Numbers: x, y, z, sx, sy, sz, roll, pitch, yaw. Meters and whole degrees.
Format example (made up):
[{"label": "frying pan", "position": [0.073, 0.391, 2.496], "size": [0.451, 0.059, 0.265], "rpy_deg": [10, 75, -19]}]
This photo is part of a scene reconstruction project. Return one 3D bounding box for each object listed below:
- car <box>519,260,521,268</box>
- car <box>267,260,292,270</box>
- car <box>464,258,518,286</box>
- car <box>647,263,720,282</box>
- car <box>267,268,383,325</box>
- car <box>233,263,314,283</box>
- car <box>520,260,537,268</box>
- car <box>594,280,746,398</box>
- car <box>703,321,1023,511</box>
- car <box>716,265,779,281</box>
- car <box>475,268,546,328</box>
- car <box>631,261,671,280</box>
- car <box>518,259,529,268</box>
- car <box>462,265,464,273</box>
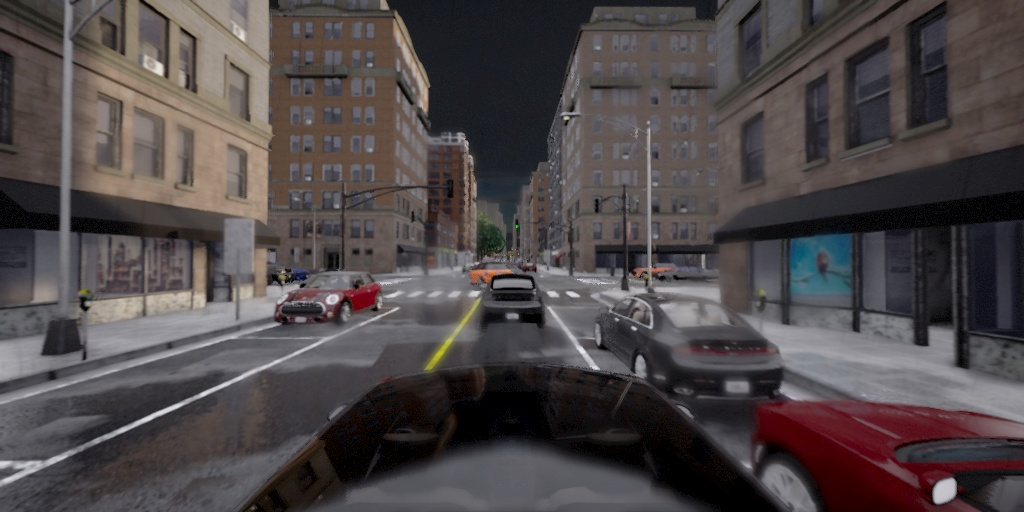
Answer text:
[{"label": "car", "position": [2.497, 1.671, 55.861], "size": [1.948, 1.339, 4.313], "rpy_deg": [0, 0, -1]}, {"label": "car", "position": [-18.056, 0.994, 24.679], "size": [5.566, 2.045, 2.150], "rpy_deg": [0, -1, -1]}, {"label": "car", "position": [-1.553, 1.186, 24.170], "size": [2.097, 1.767, 4.553], "rpy_deg": [0, -1, -20]}, {"label": "car", "position": [15.144, 1.560, 31.564], "size": [5.357, 1.411, 2.033], "rpy_deg": [0, -1, 0]}, {"label": "car", "position": [-5.854, 1.250, 11.920], "size": [1.967, 1.591, 4.097], "rpy_deg": [0, 0, 0]}, {"label": "car", "position": [-18.450, 1.294, 27.931], "size": [5.008, 1.535, 1.882], "rpy_deg": [0, -1, 0]}, {"label": "car", "position": [2.547, 1.609, 50.354], "size": [1.888, 1.381, 4.507], "rpy_deg": [0, 0, -1]}, {"label": "car", "position": [2.670, 1.328, 6.430], "size": [2.007, 1.370, 4.403], "rpy_deg": [0, 0, 0]}, {"label": "car", "position": [2.669, 1.290, 0.938], "size": [1.888, 1.381, 4.507], "rpy_deg": [0, 0, 0]}, {"label": "car", "position": [22.797, 1.597, 34.857], "size": [4.892, 1.490, 1.837], "rpy_deg": [0, -1, 0]}, {"label": "car", "position": [0.018, 1.314, 11.604], "size": [1.837, 1.490, 4.892], "rpy_deg": [0, 0, 0]}, {"label": "car", "position": [13.975, 1.404, 34.825], "size": [4.553, 1.767, 2.097], "rpy_deg": [0, -1, 0]}, {"label": "car", "position": [2.444, 1.674, 61.537], "size": [1.751, 1.417, 4.829], "rpy_deg": [0, 0, -1]}, {"label": "car", "position": [-5.978, 1.613, 50.280], "size": [2.007, 1.370, 4.403], "rpy_deg": [0, 0, -1]}]
